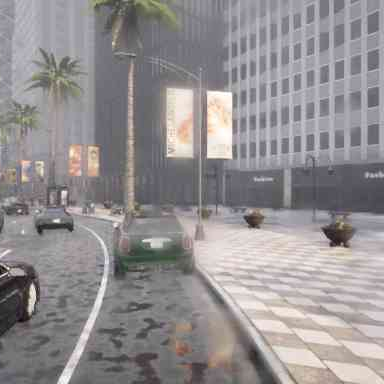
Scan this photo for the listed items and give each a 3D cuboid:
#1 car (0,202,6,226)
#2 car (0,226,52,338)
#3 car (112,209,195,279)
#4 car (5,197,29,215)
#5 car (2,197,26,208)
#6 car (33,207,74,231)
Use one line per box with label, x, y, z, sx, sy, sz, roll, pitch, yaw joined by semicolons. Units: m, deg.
car;-11.889;1.516;19.132;1.812;1.442;4.674;0;0;-29
car;-3.511;1.504;4.225;1.837;1.490;4.892;0;0;-7
car;-1.383;1.352;10.393;2.097;1.767;4.553;0;0;-14
car;-17.762;1.492;33.319;1.837;1.490;4.892;0;0;-38
car;-25.899;1.461;48.418;2.231;1.521;4.892;0;0;-39
car;-8.400;1.559;20.042;1.994;1.385;4.181;0;0;-28
